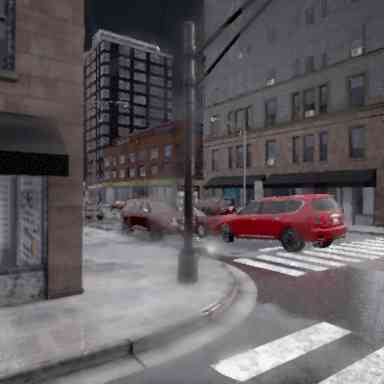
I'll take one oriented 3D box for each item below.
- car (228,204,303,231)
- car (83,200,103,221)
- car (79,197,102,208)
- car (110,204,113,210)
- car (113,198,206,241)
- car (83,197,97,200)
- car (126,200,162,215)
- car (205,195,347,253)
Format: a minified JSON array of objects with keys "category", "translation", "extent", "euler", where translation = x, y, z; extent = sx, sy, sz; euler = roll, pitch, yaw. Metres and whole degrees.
[{"category":"car","translation":[4.621,1.555,21.595],"extent":[1.752,1.417,4.829],"euler":[0,0,-35]},{"category":"car","translation":[-8.409,1.538,26.068],"extent":[1.947,1.339,4.313],"euler":[0,0,-35]},{"category":"car","translation":[-15.025,1.537,49.227],"extent":[1.887,1.381,4.507],"euler":[0,0,-35]},{"category":"car","translation":[-8.444,1.587,39.969],"extent":[1.802,1.307,4.206],"euler":[0,0,-35]},{"category":"car","translation":[-1.825,1.298,16.814],"extent":[2.192,1.841,5.009],"euler":[0,0,-35]},{"category":"car","translation":[-11.449,1.329,34.747],"extent":[2.097,1.767,4.553],"euler":[0,0,-35]},{"category":"car","translation":[-5.153,1.557,35.341],"extent":[1.887,1.381,4.507],"euler":[0,0,-35]},{"category":"car","translation":[3.352,1.231,13.667],"extent":[2.150,2.045,5.566],"euler":[-2,-2,-39]}]
